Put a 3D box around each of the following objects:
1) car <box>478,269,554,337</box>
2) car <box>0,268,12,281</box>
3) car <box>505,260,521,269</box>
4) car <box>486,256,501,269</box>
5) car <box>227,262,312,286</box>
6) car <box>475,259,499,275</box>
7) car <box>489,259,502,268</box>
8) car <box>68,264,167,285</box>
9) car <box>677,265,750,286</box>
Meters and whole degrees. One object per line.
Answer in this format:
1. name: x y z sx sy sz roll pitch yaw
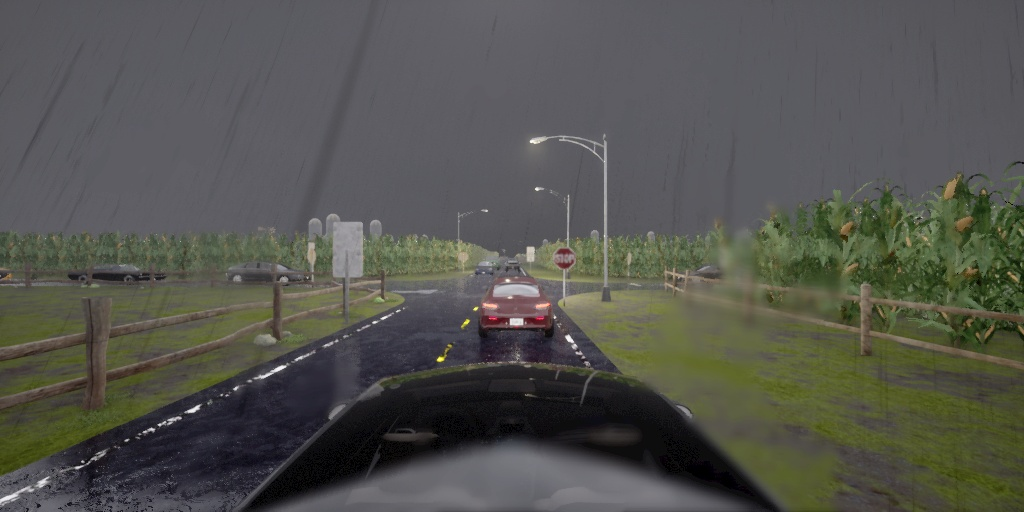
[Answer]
1. car: 0.101 1.276 10.154 1.812 1.442 4.674 0 0 0
2. car: -36.039 1.021 23.473 5.008 1.535 1.882 1 -1 1
3. car: 0.118 1.240 48.649 1.837 1.490 4.892 0 0 0
4. car: -2.812 0.956 50.893 2.150 2.045 5.566 0 0 0
5. car: -15.656 1.155 23.252 4.892 1.490 1.837 0 -1 1
6. car: -2.831 1.289 38.281 2.033 1.411 5.357 0 0 0
7. car: -2.770 1.271 61.883 2.033 1.411 5.357 0 0 0
8. car: -25.533 1.197 23.353 4.718 1.301 1.895 0 -1 0
9. car: 14.462 1.371 25.892 4.892 1.490 1.837 0 -1 1
